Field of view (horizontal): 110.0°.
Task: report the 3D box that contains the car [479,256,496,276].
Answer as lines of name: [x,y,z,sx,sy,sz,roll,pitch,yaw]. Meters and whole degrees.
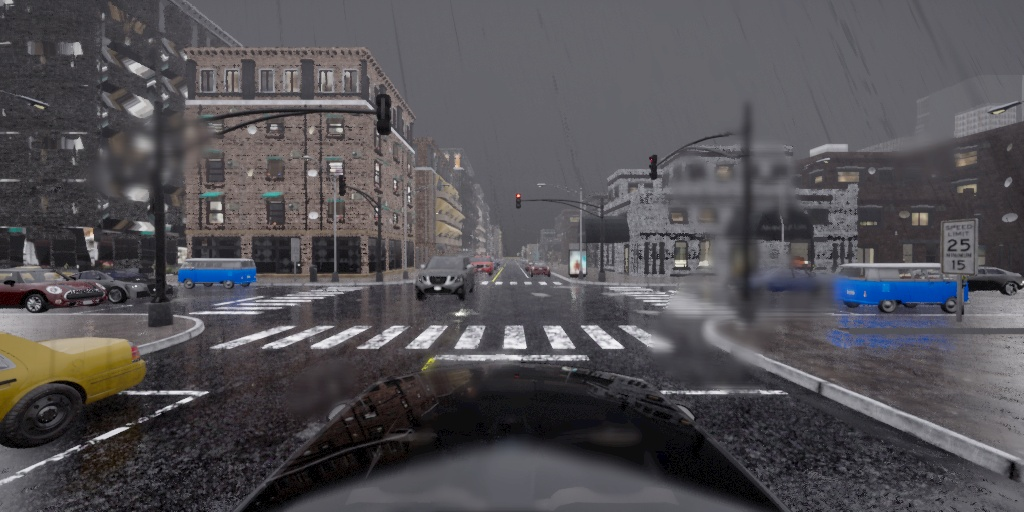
car: [-3.124,0.981,37.808,2.150,2.045,5.566,0,0,0]

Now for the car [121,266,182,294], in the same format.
car: [-17.743,1.296,15.869,4.181,1.385,1.994,0,0,-1]

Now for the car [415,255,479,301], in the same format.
car: [-3.105,0.965,17.708,2.150,2.045,5.566,0,1,0]

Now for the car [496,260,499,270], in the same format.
car: [-3.129,1.294,50.298,1.812,1.442,4.674,0,0,0]

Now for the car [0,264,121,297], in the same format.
car: [-17.730,1.190,13.286,4.097,1.591,1.967,0,0,0]

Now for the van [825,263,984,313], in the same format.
van: [14.648,1.156,13.548,3.998,1.789,1.690,0,0,0]

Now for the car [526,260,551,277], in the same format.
car: [2.668,1.195,35.241,1.967,1.591,4.097,0,0,0]

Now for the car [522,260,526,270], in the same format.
car: [2.660,1.347,46.634,1.802,1.307,4.207,0,0,0]

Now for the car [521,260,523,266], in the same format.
car: [2.656,1.321,52.331,2.007,1.370,4.403,0,0,0]

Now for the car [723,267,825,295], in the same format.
car: [14.498,1.320,19.334,5.357,1.411,2.033,0,0,-1]

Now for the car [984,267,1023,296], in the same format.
car: [24.423,1.290,19.411,4.902,1.511,2.128,0,0,0]

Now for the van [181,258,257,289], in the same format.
van: [-17.778,1.030,21.666,3.998,1.789,1.690,0,0,0]

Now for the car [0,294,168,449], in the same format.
car: [-5.692,1.275,2.598,1.751,1.417,4.829,0,0,0]
